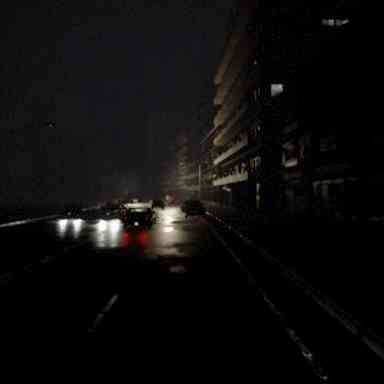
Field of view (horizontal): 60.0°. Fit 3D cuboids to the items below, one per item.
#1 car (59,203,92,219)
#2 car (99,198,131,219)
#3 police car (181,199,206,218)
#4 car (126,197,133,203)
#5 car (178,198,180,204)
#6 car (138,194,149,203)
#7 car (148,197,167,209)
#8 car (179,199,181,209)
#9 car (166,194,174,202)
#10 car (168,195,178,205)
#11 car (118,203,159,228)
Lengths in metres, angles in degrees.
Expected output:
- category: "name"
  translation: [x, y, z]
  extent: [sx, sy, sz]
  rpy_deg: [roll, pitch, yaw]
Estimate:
- category: "car"
  translation: [-10.569, 1.697, 30.392]
  extent: [1.994, 1.385, 4.181]
  rpy_deg: [0, 0, -3]
- category: "car"
  translation: [-7.345, 1.627, 31.069]
  extent: [2.128, 1.511, 4.902]
  rpy_deg: [0, 0, -3]
- category: "police car"
  translation: [0.216, 1.561, 31.862]
  extent: [1.930, 1.638, 5.238]
  rpy_deg: [0, 0, -3]
- category: "car"
  translation: [-13.556, 1.835, 70.731]
  extent: [2.033, 1.411, 5.357]
  rpy_deg: [0, 0, -6]
- category: "car"
  translation: [-0.738, 1.734, 47.864]
  extent: [1.812, 1.442, 4.674]
  rpy_deg: [0, 0, -4]
- category: "car"
  translation: [-10.466, 1.530, 72.374]
  extent: [2.150, 2.045, 5.566]
  rpy_deg: [0, 0, -6]
- category: "car"
  translation: [-4.914, 1.736, 48.176]
  extent: [1.812, 1.442, 4.674]
  rpy_deg: [0, 0, -4]
- category: "car"
  translation: [-0.334, 1.706, 41.824]
  extent: [1.812, 1.442, 4.674]
  rpy_deg: [0, 0, -4]
- category: "car"
  translation: [-5.804, 1.515, 88.258]
  extent: [2.150, 2.045, 5.566]
  rpy_deg: [0, 0, -8]
- category: "car"
  translation: [-3.247, 1.817, 66.124]
  extent: [1.812, 1.442, 4.674]
  rpy_deg: [0, 0, -6]
- category: "car"
  translation: [-3.558, 1.699, 23.025]
  extent: [1.895, 1.301, 4.718]
  rpy_deg: [0, 0, -2]
